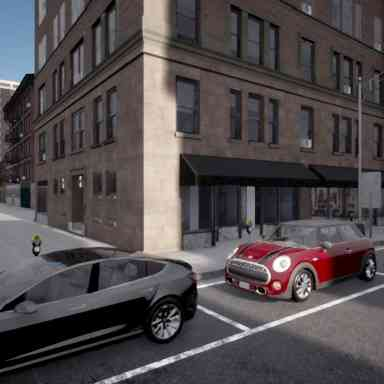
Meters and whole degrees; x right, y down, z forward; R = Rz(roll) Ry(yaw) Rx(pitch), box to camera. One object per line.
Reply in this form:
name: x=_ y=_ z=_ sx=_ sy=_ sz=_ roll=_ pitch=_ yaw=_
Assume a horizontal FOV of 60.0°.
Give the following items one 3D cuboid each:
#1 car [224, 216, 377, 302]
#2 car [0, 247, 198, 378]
car: x=2.715 y=1.440 z=8.176 sx=4.097 sy=1.590 sz=1.967 roll=0 pitch=0 yaw=-36
car: x=-1.888 y=1.566 z=4.845 sx=4.313 sy=1.339 sz=1.947 roll=0 pitch=0 yaw=-36
